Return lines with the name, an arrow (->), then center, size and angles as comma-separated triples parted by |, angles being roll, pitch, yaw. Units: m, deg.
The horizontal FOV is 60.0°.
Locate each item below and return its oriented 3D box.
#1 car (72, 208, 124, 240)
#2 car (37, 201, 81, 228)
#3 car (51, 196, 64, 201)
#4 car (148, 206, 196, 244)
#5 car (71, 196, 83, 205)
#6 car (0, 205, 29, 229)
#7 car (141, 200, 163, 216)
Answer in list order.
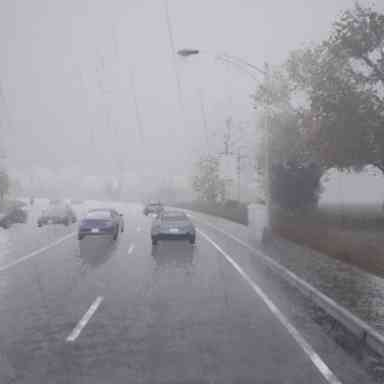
car -> -4.600, 1.561, 17.183 | 1.812, 1.442, 4.674 | 0, 0, -7
car -> -9.181, 1.577, 22.947 | 1.812, 1.442, 4.674 | 0, 0, -10
car -> -24.880, 1.466, 61.303 | 2.097, 1.767, 4.553 | 0, 0, -25
car -> -0.965, 1.591, 16.076 | 1.994, 1.385, 4.181 | 0, 0, -6
car -> -21.689, 1.615, 62.725 | 1.837, 1.490, 4.892 | 0, 0, -25
car -> -12.563, 1.603, 22.209 | 2.033, 1.411, 5.357 | 0, 0, -9
car -> -3.961, 1.551, 33.483 | 2.128, 1.511, 4.902 | 0, 0, -13
